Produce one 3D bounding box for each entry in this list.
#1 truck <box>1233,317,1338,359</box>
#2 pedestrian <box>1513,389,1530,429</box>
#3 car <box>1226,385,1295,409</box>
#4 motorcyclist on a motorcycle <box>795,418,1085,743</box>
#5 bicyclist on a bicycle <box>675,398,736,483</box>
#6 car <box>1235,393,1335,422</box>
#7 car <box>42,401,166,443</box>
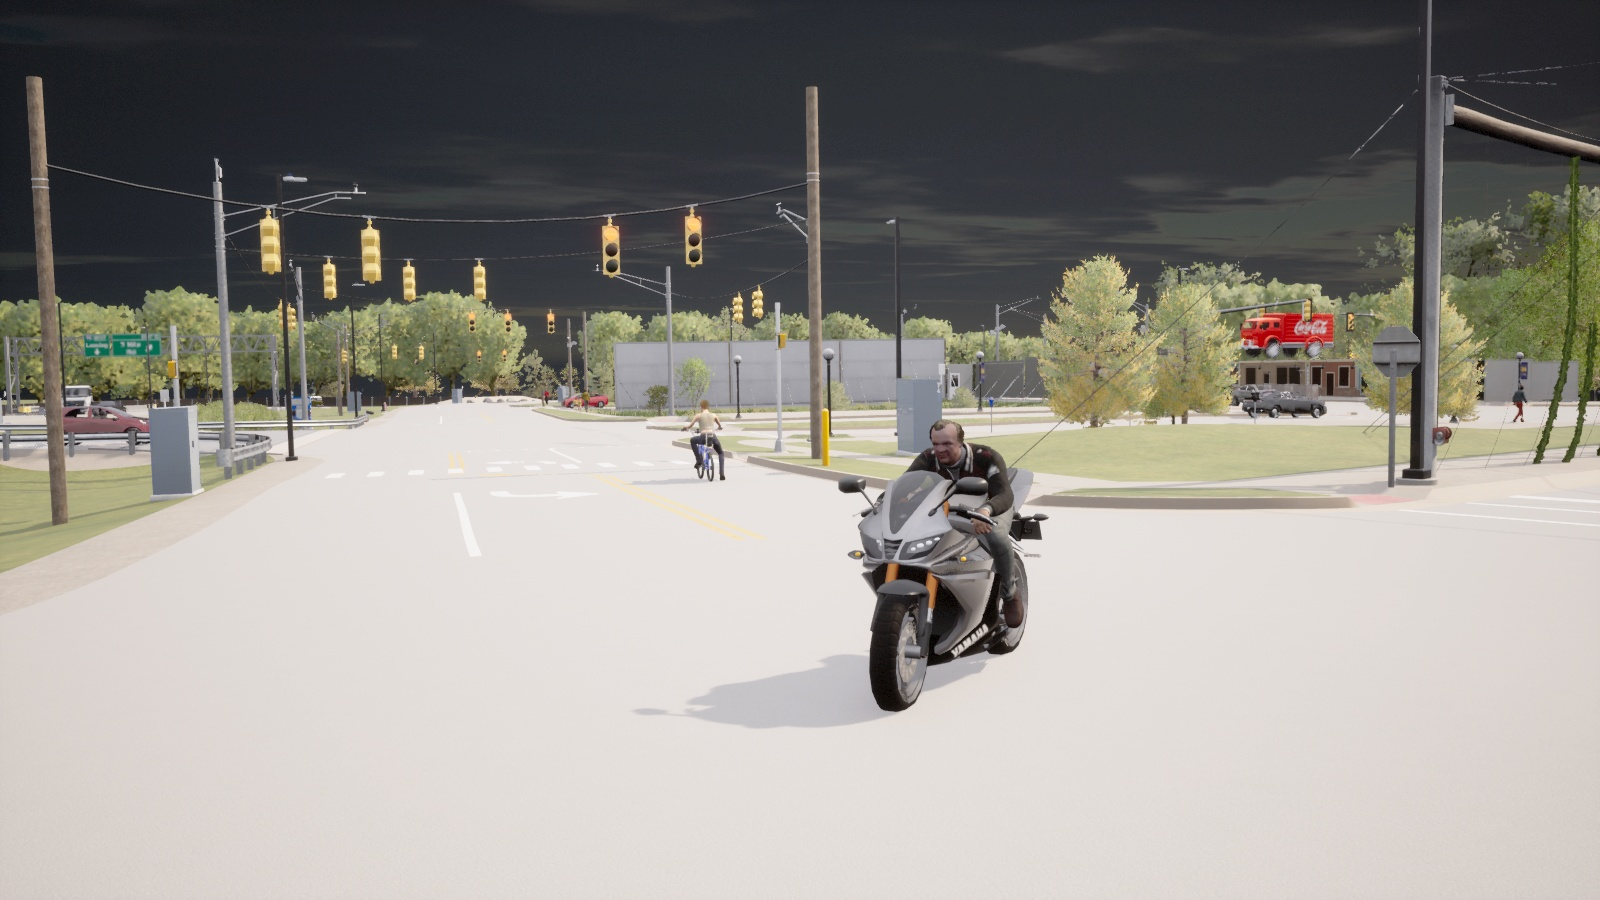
[{"bbox_3d":[28.996,-6.726,75.114,5.204,2.467,2.627,-1,6,-15],"label":"truck"},{"bbox_3d":[34.212,-1.951,59.543,0.614,1.847,0.353,-2,4,-19],"label":"pedestrian"},{"bbox_3d":[33.313,-3.851,91.035,2.152,1.651,5.027,-2,4,-15],"label":"car"},{"bbox_3d":[0.894,0.607,7.232,0.866,1.530,2.191,0,3,29],"label":"motorcyclist on a motorcycle"},{"bbox_3d":[-1.891,-0.209,24.951,0.866,1.612,1.509,-2,3,-16],"label":"bicyclist on a bicycle"},{"bbox_3d":[26.534,-2.330,68.684,4.902,1.511,2.128,-1,3,-20],"label":"car"},{"bbox_3d":[-26.084,-1.086,47.181,3.633,1.501,1.845,-1,3,-11],"label":"car"}]
